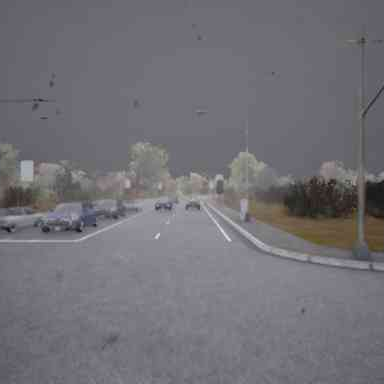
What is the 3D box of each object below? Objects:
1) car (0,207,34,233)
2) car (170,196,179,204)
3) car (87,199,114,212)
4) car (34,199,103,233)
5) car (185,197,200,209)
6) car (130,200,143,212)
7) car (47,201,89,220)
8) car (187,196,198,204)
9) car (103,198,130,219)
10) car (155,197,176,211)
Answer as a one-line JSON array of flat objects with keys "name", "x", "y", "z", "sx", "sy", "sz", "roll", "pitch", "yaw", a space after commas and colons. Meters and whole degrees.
[{"name": "car", "x": -10.602, "y": 1.596, "z": 19.727, "sx": 1.895, "sy": 1.301, "sz": 4.718, "roll": 0, "pitch": 0, "yaw": 1}, {"name": "car", "x": -3.439, "y": 1.476, "z": 61.663, "sx": 2.128, "sy": 1.511, "sz": 4.902, "roll": 0, "pitch": 0, "yaw": 1}, {"name": "car", "x": -10.491, "y": 1.554, "z": 38.604, "sx": 1.994, "sy": 1.385, "sz": 4.181, "roll": 0, "pitch": 0, "yaw": 0}, {"name": "car", "x": -7.070, "y": 1.347, "z": 19.664, "sx": 2.097, "sy": 1.767, "sz": 4.553, "roll": 0, "pitch": 0, "yaw": 0}, {"name": "car", "x": 0.111, "y": 1.514, "z": 44.405, "sx": 1.812, "sy": 1.442, "sz": 4.674, "roll": 0, "pitch": 0, "yaw": 0}, {"name": "car", "x": -6.990, "y": 1.590, "z": 38.796, "sx": 1.895, "sy": 1.301, "sz": 4.718, "roll": 0, "pitch": 0, "yaw": 0}, {"name": "car", "x": -10.538, "y": 1.556, "z": 28.533, "sx": 1.994, "sy": 1.385, "sz": 4.181, "roll": 0, "pitch": 0, "yaw": 1}, {"name": "car", "x": 0.061, "y": 1.547, "z": 61.776, "sx": 1.994, "sy": 1.385, "sz": 4.181, "roll": 0, "pitch": 0, "yaw": 1}, {"name": "car", "x": -7.047, "y": 1.344, "z": 28.548, "sx": 2.097, "sy": 1.767, "sz": 4.553, "roll": 0, "pitch": 0, "yaw": 0}, {"name": "car", "x": -3.390, "y": 1.589, "z": 41.058, "sx": 1.895, "sy": 1.301, "sz": 4.718, "roll": 0, "pitch": 0, "yaw": 0}]
